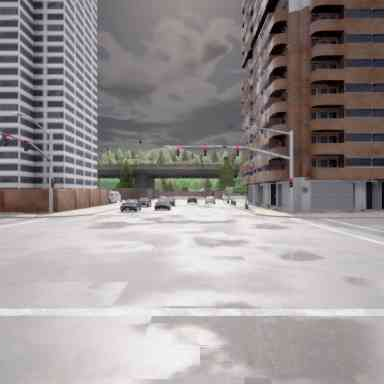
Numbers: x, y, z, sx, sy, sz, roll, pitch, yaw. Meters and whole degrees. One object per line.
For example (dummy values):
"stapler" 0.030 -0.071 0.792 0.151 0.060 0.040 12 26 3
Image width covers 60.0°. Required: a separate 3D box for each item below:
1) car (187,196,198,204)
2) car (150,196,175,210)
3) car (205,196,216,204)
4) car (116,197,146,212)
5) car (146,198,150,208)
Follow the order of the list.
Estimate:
"car" 0.056 1.505 63.229 1.837 1.490 4.892 0 0 0
"car" -3.628 1.547 42.242 2.033 1.411 5.357 0 0 0
"car" 3.455 1.525 63.109 1.812 1.442 4.674 0 0 0
"car" -7.127 1.547 39.369 2.033 1.411 5.357 0 0 0
"car" -7.124 1.547 49.722 2.033 1.411 5.357 0 0 0
